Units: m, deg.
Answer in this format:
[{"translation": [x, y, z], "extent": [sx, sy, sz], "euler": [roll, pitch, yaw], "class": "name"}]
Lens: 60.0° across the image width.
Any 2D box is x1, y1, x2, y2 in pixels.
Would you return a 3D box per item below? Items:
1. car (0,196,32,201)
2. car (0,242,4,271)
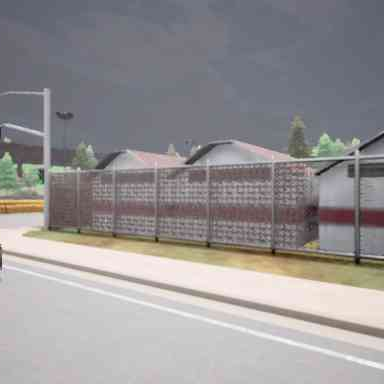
[{"translation": [-20.222, 1.526, 40.098], "extent": [1.994, 1.385, 4.181], "euler": [0, 0, 34], "class": "car"}, {"translation": [-6.897, 1.495, 8.928], "extent": [4.892, 1.490, 1.837], "euler": [0, 0, 36], "class": "car"}]
